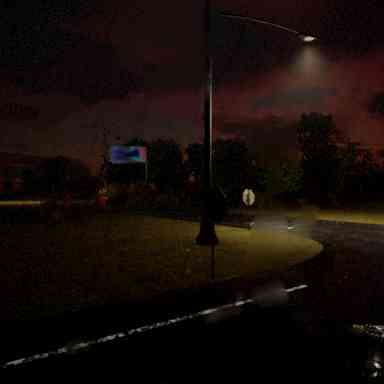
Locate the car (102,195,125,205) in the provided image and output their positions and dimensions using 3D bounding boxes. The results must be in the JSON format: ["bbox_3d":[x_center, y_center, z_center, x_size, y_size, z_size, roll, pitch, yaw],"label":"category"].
[{"bbox_3d":[-12.895,1.254,55.774,2.097,1.767,4.553,0,0,-34],"label":"car"}]

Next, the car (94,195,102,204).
[{"bbox_3d":[-16.365,1.243,60.859,2.097,1.767,4.553,0,0,-34],"label":"car"}]
